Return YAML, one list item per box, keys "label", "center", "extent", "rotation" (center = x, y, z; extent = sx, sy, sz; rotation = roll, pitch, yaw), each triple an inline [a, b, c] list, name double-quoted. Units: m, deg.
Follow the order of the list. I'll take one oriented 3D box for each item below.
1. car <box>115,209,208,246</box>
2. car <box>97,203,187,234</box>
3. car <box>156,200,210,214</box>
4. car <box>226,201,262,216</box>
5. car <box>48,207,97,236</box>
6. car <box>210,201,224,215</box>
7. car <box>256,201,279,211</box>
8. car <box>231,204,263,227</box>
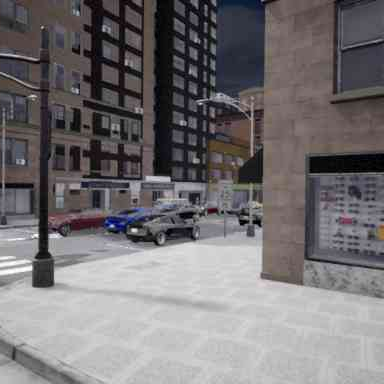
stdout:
- label: "car"
  center: [-1.338, 1.763, 16.433]
  extent: [1.947, 1.339, 4.313]
  rotation: [0, 0, 36]
- label: "car"
  center: [-2.702, 1.646, 19.340]
  extent: [1.882, 1.535, 5.008]
  rotation: [1, 0, 36]
- label: "car"
  center: [-1.015, 1.671, 27.066]
  extent: [2.128, 1.511, 4.902]
  rotation: [1, 0, 36]
- label: "car"
  center: [5.084, 1.812, 35.530]
  extent: [2.033, 1.411, 5.357]
  rotation: [1, 0, 36]
- label: "car"
  center: [-6.479, 1.633, 19.474]
  extent: [1.812, 1.442, 4.674]
  rotation: [1, 0, 37]
- label: "car"
  center: [1.379, 1.644, 34.797]
  extent: [1.967, 1.590, 4.097]
  rotation: [0, 0, 36]
- label: "car"
  center: [11.011, 1.930, 48.180]
  extent: [1.802, 1.307, 4.206]
  rotation: [0, 0, 36]
- label: "car"
  center: [5.085, 1.849, 25.355]
  extent: [1.947, 1.339, 4.313]
  rotation: [0, 0, 36]
